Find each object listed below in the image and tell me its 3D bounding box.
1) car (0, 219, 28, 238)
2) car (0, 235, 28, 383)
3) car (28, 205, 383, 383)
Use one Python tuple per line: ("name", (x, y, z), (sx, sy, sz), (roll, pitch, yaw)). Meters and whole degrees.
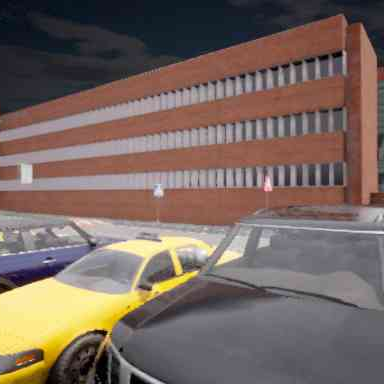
("car", (-3.143, 1.353, 7.197), (2.185, 1.767, 4.553), (0, 0, 36))
("car", (-0.932, 1.476, 5.431), (1.946, 1.575, 5.366), (0, 0, 36))
("car", (1.459, 1.229, 3.917), (2.435, 2.045, 5.566), (0, 0, 35))
